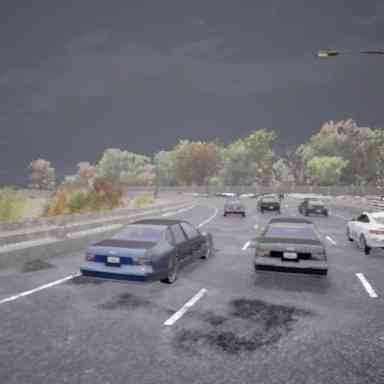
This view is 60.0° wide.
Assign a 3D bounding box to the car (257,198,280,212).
[{"bbox_3d":[7.773,1.298,33.969,1.882,1.535,5.008,1,0,6],"label":"car"}]

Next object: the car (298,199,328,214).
[{"bbox_3d":[10.873,1.396,29.995,1.812,1.442,4.674,1,0,8],"label":"car"}]

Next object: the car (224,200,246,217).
[{"bbox_3d":[3.803,1.371,29.346,2.033,1.411,5.357,0,0,8],"label":"car"}]

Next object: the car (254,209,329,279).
[{"bbox_3d":[3.020,1.497,10.065,2.033,1.411,5.357,1,0,17],"label":"car"}]

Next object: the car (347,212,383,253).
[{"bbox_3d":[7.390,1.486,13.023,1.812,1.442,4.674,1,1,16],"label":"car"}]

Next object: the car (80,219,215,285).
[{"bbox_3d":[-0.857,1.473,9.430,2.033,1.411,5.357,1,0,19],"label":"car"}]
